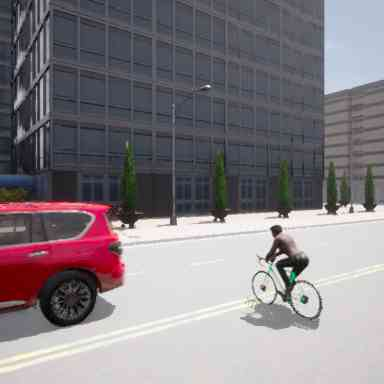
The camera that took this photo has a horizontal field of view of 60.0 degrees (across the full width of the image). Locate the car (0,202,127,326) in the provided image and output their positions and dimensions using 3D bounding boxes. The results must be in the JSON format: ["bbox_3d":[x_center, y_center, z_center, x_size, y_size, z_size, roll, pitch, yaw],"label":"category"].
[{"bbox_3d":[-3.875,1.221,5.542,5.566,2.045,2.150,0,0,-35],"label":"car"}]

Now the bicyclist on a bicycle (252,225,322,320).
[{"bbox_3d":[1.716,1.453,6.262,0.582,1.620,1.656,0,0,-35],"label":"bicyclist on a bicycle"}]
